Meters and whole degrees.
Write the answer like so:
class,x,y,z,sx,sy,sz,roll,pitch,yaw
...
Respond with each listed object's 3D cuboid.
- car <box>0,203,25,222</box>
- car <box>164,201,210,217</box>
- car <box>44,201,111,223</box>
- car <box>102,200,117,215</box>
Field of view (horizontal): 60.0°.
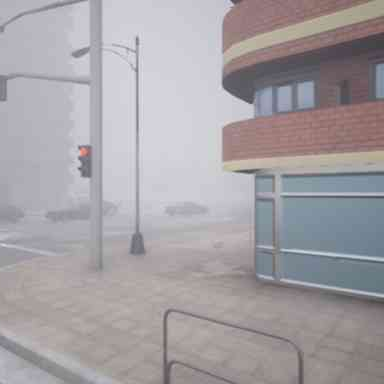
class,x,y,z,sx,sy,sz,roll,pitch,yaw
car,-14.750,1.567,24.404,1.812,1.442,4.674,0,0,36
car,-0.418,1.578,31.980,2.033,1.411,5.357,0,0,36
car,-9.085,1.637,26.260,1.895,1.301,4.718,0,0,36
car,-9.378,1.547,31.795,1.837,1.490,4.892,0,0,36
